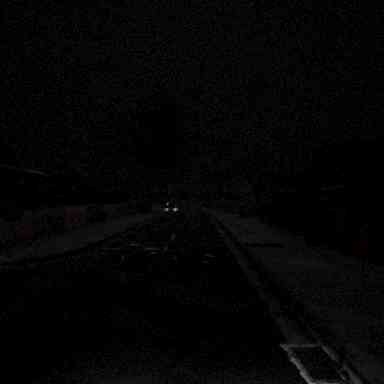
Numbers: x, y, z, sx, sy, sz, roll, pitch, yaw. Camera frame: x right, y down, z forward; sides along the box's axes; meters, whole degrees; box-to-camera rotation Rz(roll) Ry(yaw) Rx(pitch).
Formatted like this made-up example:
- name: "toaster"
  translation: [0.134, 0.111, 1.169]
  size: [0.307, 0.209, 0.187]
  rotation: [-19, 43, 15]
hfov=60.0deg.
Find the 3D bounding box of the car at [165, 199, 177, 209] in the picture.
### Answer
- name: "car"
  translation: [-4.187, 2.258, 65.504]
  size: [2.097, 1.767, 4.553]
  rotation: [0, -1, -8]
